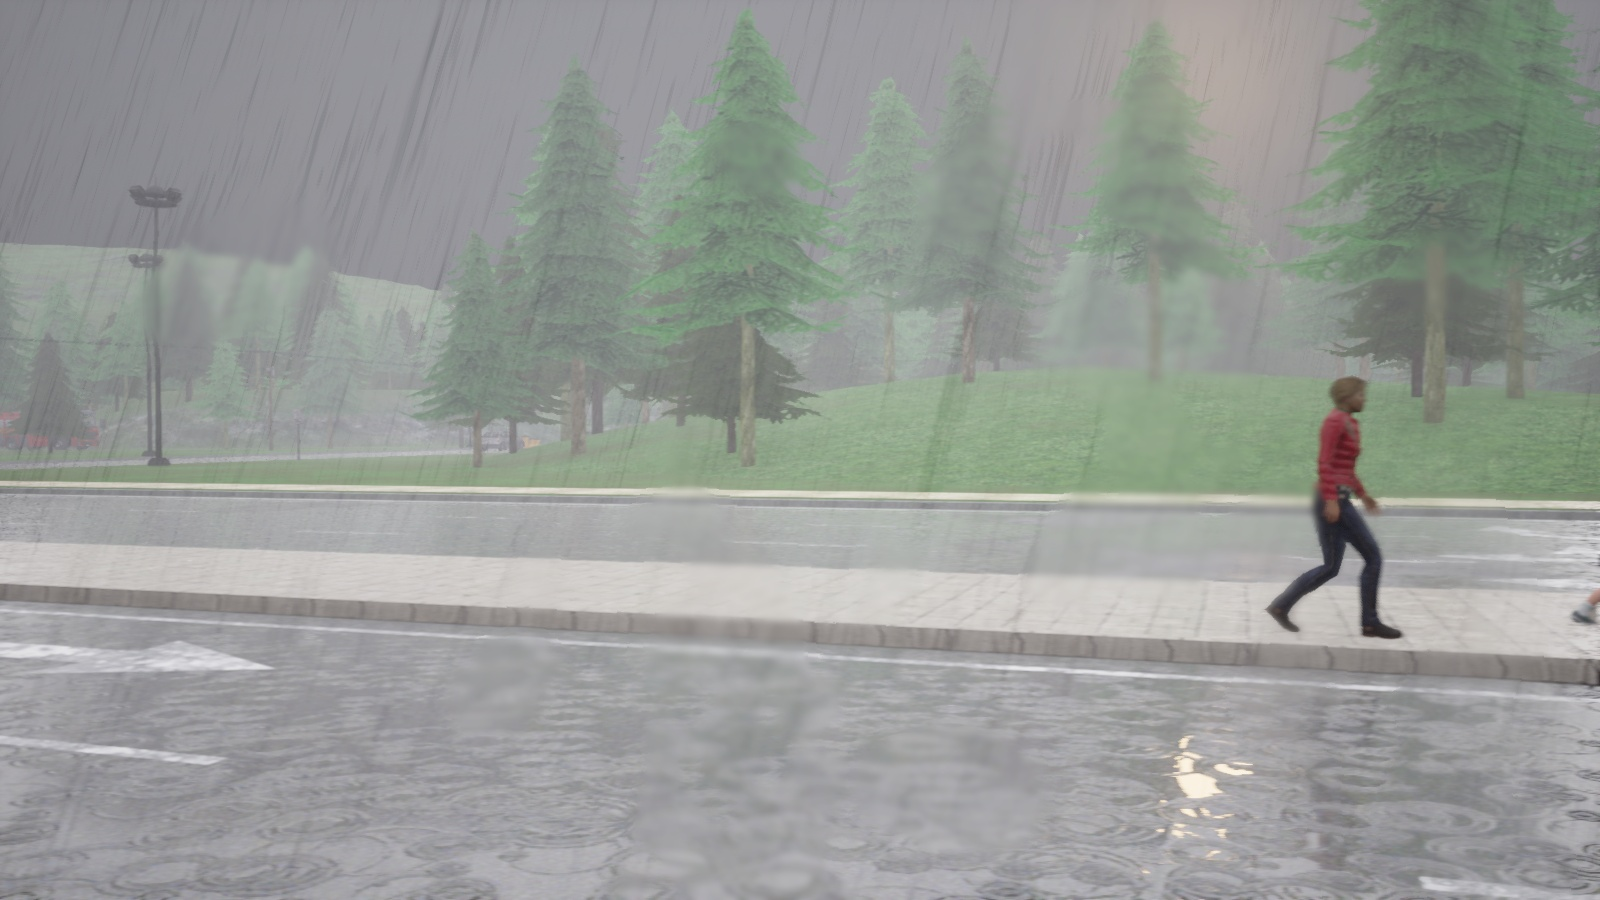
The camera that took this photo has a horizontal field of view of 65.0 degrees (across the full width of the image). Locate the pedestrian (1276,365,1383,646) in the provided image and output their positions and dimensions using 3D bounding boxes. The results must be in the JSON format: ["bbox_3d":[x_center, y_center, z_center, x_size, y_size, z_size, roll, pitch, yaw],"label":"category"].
[{"bbox_3d":[3.588,0.362,8.538,0.636,1.846,0.331,1,1,21],"label":"pedestrian"}]

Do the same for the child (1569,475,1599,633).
[{"bbox_3d":[5.802,0.743,9.022,0.394,1.110,0.255,0,1,14],"label":"child"}]
